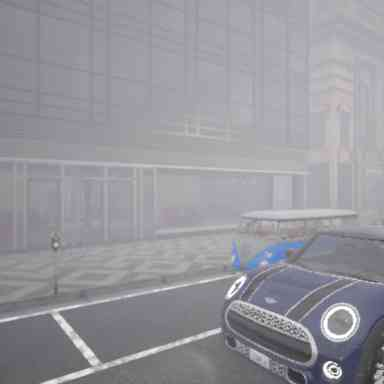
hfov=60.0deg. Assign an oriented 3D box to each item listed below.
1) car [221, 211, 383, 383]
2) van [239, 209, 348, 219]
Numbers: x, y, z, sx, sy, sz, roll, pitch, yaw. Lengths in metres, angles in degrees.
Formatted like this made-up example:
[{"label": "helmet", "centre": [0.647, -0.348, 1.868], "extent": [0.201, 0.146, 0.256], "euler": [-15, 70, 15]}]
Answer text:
[{"label": "car", "centre": [2.627, 1.359, 5.207], "extent": [4.553, 1.767, 2.097], "euler": [0, 0, -35]}, {"label": "van", "centre": [2.802, 1.353, 8.651], "extent": [3.998, 1.788, 1.690], "euler": [0, 0, -35]}]
